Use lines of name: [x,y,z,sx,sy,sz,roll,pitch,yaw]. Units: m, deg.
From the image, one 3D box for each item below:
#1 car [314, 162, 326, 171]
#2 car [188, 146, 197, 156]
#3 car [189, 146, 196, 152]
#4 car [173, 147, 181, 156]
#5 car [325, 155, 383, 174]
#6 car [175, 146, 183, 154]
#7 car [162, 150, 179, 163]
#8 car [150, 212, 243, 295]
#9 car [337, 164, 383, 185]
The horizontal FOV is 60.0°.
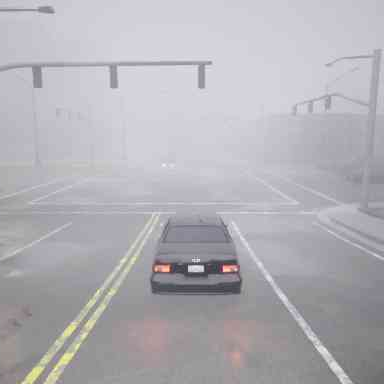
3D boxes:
car: [16.333,-3.047,37.307,4.902,1.511,2.128,0,9,0]
car: [0.116,-8.659,71.780,1.882,1.535,5.008,0,9,0]
car: [0.140,-11.700,90.633,1.837,1.490,4.892,0,9,0]
car: [-3.473,-6.876,60.985,1.837,1.490,4.892,0,9,0]
car: [17.076,-2.751,33.802,5.566,2.045,2.150,0,9,1]
car: [-3.390,-8.498,71.181,2.033,1.411,5.357,0,9,0]
car: [-3.516,-5.293,51.507,2.033,1.411,5.357,0,9,0]
car: [0.088,1.219,8.383,2.033,1.411,5.357,0,4,0]
car: [14.999,-1.276,26.759,5.357,1.411,2.033,0,9,0]
